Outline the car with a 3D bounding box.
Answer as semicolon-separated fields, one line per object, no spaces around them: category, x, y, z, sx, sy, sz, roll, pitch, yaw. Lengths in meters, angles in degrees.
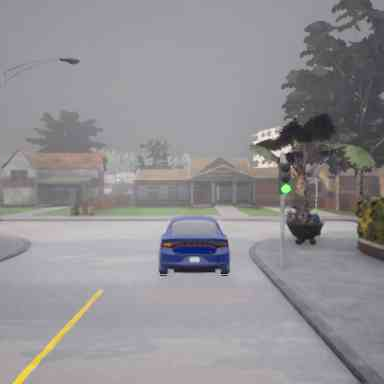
car;0.044;1.472;10.445;1.882;1.535;5.008;0;0;-1
